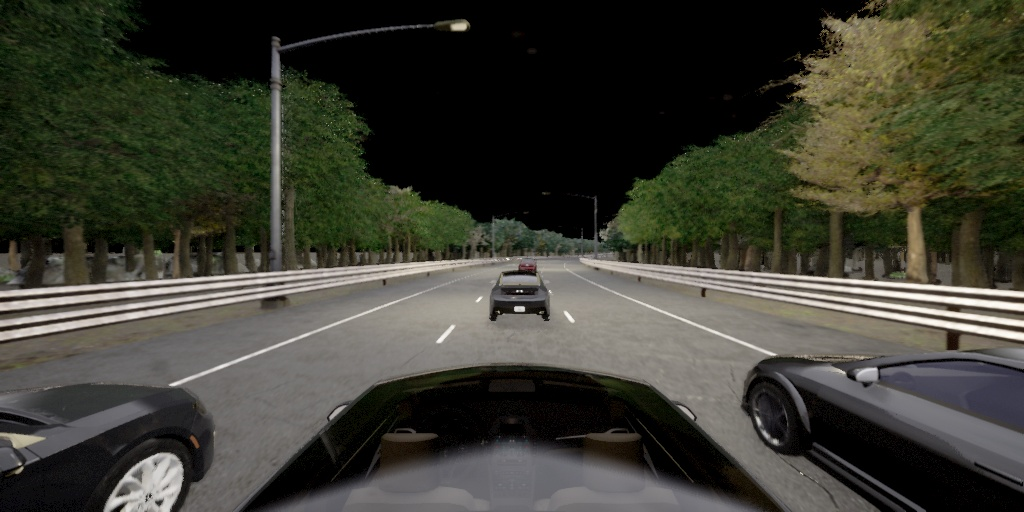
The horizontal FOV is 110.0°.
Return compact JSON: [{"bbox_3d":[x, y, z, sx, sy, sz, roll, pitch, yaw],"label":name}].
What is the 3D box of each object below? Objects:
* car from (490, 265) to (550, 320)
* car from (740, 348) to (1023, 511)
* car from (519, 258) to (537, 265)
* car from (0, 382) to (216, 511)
[{"bbox_3d":[0.279,1.249,12.554,1.837,1.490,4.892,0,0,2],"label":"car"},{"bbox_3d":[3.634,1.317,2.433,1.994,1.385,4.181,0,0,0],"label":"car"},{"bbox_3d":[1.906,1.035,42.475,2.097,1.767,4.553,0,0,5],"label":"car"},{"bbox_3d":[-3.375,1.252,0.960,1.837,1.490,4.892,0,0,0],"label":"car"}]
